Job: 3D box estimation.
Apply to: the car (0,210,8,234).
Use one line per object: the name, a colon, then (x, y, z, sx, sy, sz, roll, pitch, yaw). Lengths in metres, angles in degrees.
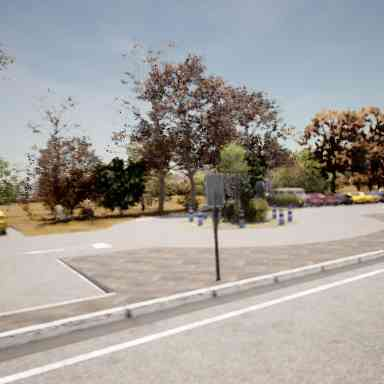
car: (-12.028, 1.595, 19.370, 2.097, 1.535, 5.008, 0, 0, -35)

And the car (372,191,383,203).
car: (21.315, 0.720, 43.316, 1.946, 1.575, 5.366, -1, 1, -35)

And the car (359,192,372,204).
car: (19.026, 0.763, 41.712, 1.946, 1.575, 5.366, -1, 1, -35)

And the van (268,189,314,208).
van: (10.063, 0.631, 35.050, 1.878, 1.987, 4.442, -1, 1, -35)

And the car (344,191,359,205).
car: (16.830, 0.828, 39.981, 2.163, 1.488, 4.792, -1, 0, -35)

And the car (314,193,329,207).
car: (12.179, 0.880, 36.691, 2.002, 1.452, 4.674, 0, 0, -35)

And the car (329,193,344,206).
car: (14.460, 0.863, 38.289, 2.002, 1.452, 4.674, 0, 0, -35)
